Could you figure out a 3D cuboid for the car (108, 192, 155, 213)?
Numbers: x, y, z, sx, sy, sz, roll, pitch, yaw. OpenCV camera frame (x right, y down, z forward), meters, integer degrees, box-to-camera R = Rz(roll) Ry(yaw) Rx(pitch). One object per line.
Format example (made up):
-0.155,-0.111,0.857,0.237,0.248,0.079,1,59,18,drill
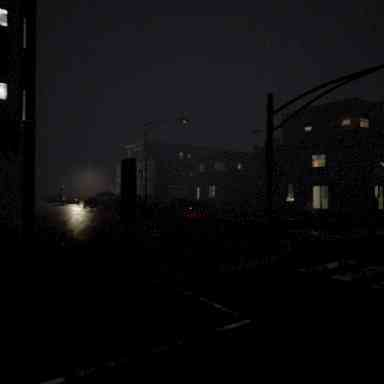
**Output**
-6.119,1.184,33.220,2.192,1.841,5.009,1,0,-35,car

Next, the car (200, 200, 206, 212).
0.776,1.507,37.979,1.802,1.307,4.206,1,0,-35,car

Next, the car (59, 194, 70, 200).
-33.829,1.286,88.100,1.802,1.307,4.206,1,0,-35,car

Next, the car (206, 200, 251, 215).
3.826,1.473,33.562,1.752,1.417,4.829,1,0,-35,car

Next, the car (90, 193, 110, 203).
-18.097,1.113,65.319,2.192,1.841,5.009,1,0,-35,car

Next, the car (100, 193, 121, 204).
-14.951,1.133,60.763,2.192,1.841,5.009,1,0,-35,car

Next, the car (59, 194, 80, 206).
-18.609,1.309,51.306,1.752,1.417,4.829,1,0,-35,car

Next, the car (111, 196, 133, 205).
-11.904,1.363,56.345,1.752,1.417,4.829,1,0,-35,car

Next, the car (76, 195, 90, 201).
-24.391,1.325,74.431,1.947,1.339,4.313,1,0,-35,car

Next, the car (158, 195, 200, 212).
-1.520,1.411,36.740,1.837,1.490,4.892,0,0,-35,car

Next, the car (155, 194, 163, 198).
-5.513,1.195,47.093,2.192,1.841,5.009,1,0,-35,car

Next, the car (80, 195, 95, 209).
-12.413,1.369,42.332,1.887,1.381,4.507,1,0,-35,car

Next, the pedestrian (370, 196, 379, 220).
13.552,1.163,24.656,0.375,1.860,0.375,1,0,-35,pedestrian

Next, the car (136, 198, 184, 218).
-2.975,1.443,28.663,2.008,1.369,4.403,1,0,-35,car

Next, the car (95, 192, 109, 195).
-14.740,1.040,55.862,2.150,2.045,5.566,0,0,-34,car

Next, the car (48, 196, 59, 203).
-24.997,1.308,60.558,1.947,1.339,4.313,1,0,-35,car

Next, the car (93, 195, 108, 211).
-9.267,1.398,37.776,2.008,1.369,4.403,1,0,-35,car
